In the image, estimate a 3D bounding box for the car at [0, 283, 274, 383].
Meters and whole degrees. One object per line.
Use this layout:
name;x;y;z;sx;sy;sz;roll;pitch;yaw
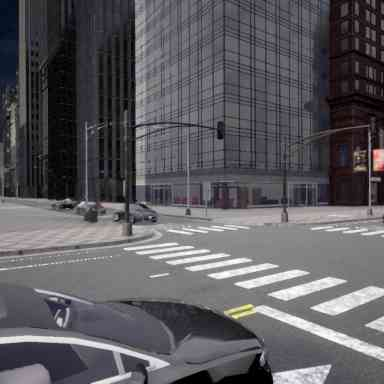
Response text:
car;-1.464;1.491;2.395;4.902;1.511;2.128;0;0;-36

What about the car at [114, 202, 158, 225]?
car;-4.310;1.553;25.103;1.837;1.490;4.892;0;0;-35

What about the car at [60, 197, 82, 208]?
car;-18.427;1.602;50.573;1.837;1.490;4.892;0;0;-35

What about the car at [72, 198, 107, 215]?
car;-10.230;1.594;33.482;1.812;1.442;4.674;0;0;-35

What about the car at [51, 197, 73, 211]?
car;-16.503;1.695;42.344;1.895;1.301;4.718;0;0;-35

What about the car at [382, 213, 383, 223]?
car;14.785;1.357;22.382;4.553;1.767;2.097;0;0;-36
